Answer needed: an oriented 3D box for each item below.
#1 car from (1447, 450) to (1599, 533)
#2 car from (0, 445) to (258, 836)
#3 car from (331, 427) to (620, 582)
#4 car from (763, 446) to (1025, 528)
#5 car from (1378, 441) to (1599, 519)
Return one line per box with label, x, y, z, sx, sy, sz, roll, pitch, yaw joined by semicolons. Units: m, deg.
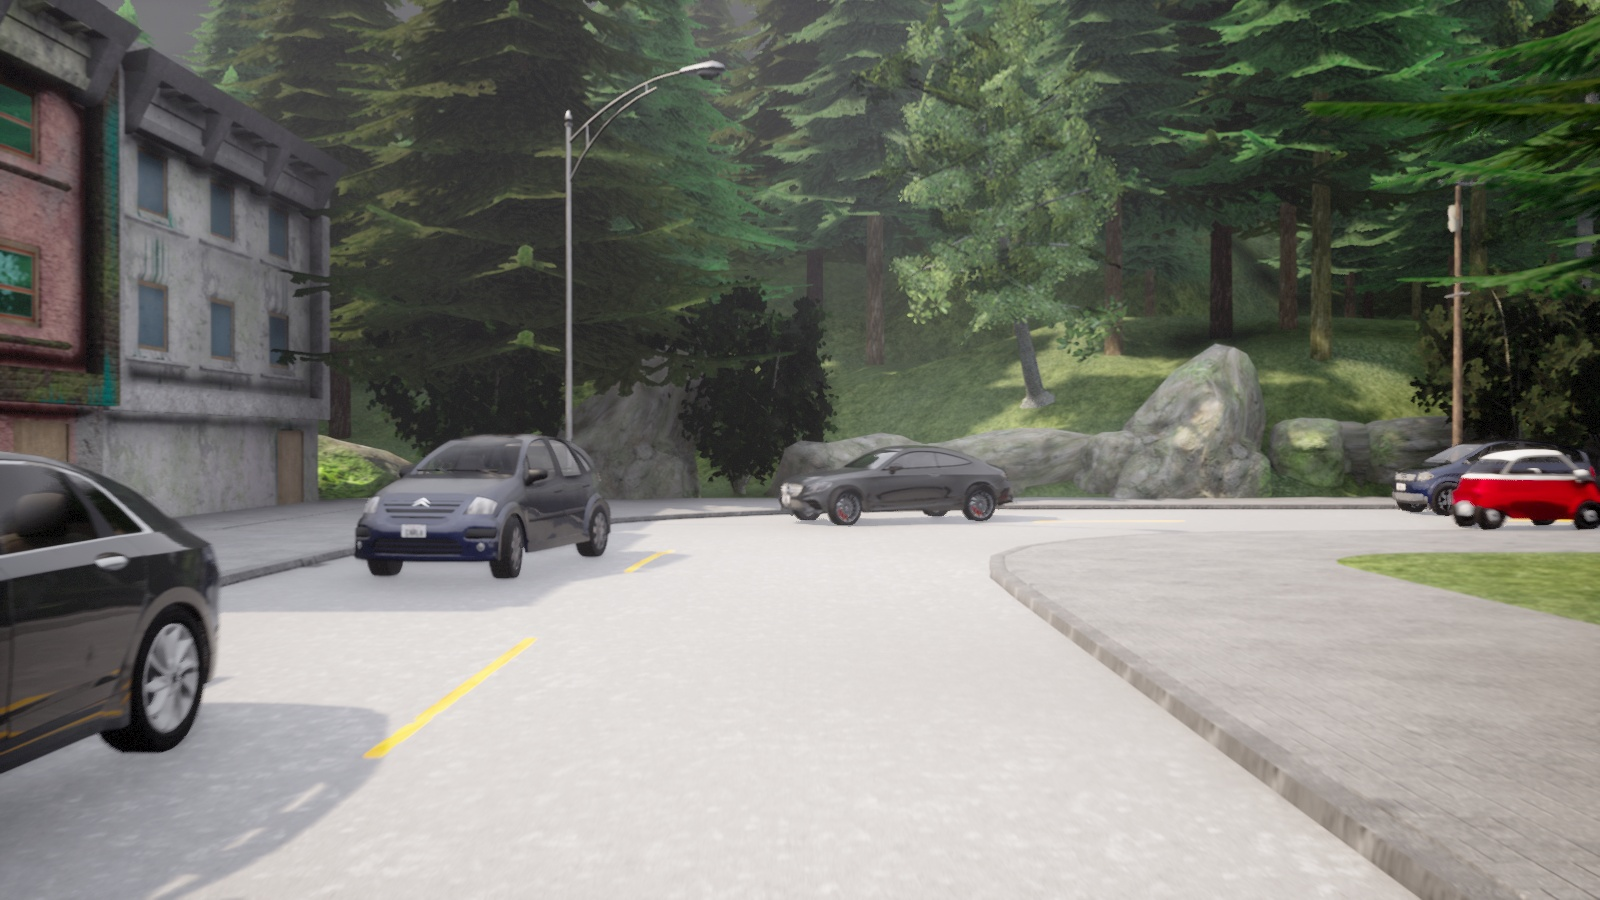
car;12.653;0.689;21.669;2.207;1.376;1.481;0;0;-2
car;-3.965;0.724;4.594;1.837;1.490;4.892;0;0;0
car;-3.715;0.557;15.192;1.851;1.617;3.988;0;0;11
car;1.805;0.642;23.825;4.674;1.442;1.812;0;0;-25
car;14.120;0.591;25.755;3.705;1.549;1.789;0;0;0
